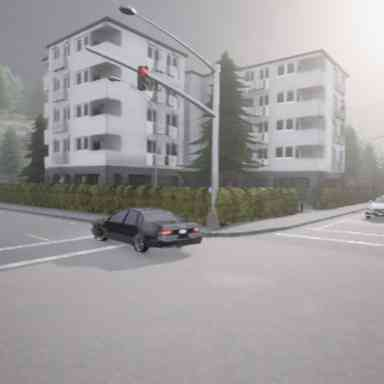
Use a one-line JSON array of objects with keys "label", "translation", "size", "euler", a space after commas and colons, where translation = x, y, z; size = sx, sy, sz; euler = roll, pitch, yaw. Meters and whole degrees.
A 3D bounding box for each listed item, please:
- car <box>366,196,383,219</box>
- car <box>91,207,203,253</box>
[{"label": "car", "translation": [12.877, 1.005, 21.935], "size": [1.812, 1.442, 4.674], "euler": [2, 2, 39]}, {"label": "car", "translation": [-1.913, 1.278, 12.455], "size": [2.033, 1.411, 5.357], "euler": [-1, 1, -40]}]
